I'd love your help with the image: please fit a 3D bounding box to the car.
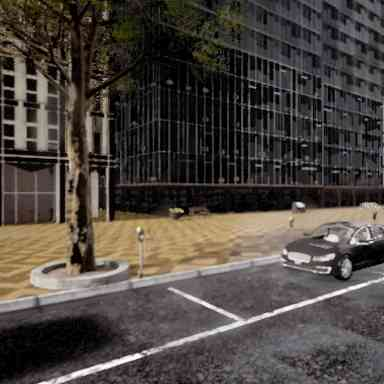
[{"bbox_3d":[4.484,1.556,9.760,4.403,1.369,2.008,0,0,-36],"label":"car"}]
